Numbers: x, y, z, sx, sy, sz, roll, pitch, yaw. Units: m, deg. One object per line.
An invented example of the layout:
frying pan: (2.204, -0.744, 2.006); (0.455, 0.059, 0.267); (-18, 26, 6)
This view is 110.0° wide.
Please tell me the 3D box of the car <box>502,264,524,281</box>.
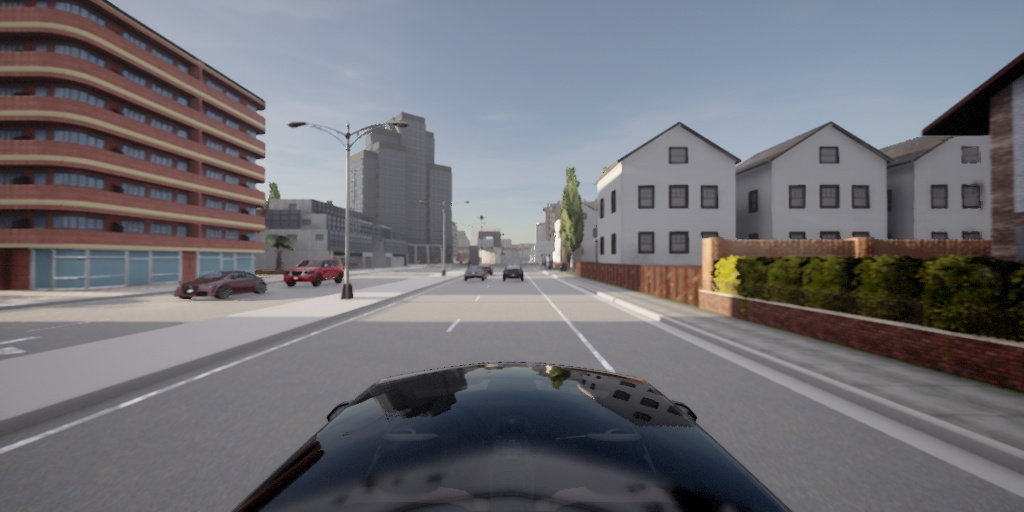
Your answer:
car: (0.114, 1.511, 33.421); (1.882, 1.535, 5.008); (0, 0, 0)

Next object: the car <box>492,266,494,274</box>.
car: (-3.385, 1.614, 45.076); (1.882, 1.535, 5.008); (0, 0, 0)

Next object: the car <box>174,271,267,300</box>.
car: (-15.016, 1.465, 18.744); (1.994, 1.385, 4.181); (0, -1, 1)

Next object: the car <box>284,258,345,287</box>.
car: (-15.023, 1.201, 27.673); (2.150, 2.045, 5.566); (0, -1, 0)

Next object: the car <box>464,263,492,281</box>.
car: (-3.384, 1.584, 33.887); (2.033, 1.411, 5.357); (0, -1, 1)
